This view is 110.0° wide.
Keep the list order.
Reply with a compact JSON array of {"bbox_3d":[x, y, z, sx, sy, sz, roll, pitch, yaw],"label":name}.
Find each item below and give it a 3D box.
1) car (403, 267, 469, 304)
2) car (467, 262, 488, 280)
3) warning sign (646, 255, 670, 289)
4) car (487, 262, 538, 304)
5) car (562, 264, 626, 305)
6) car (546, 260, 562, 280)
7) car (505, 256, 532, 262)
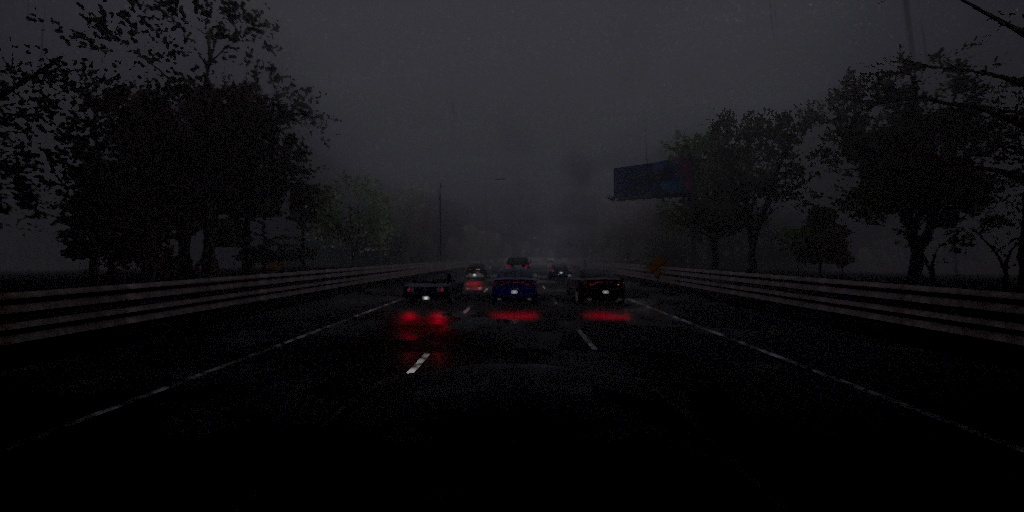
[{"bbox_3d":[-3.359,1.369,16.396,1.895,1.301,4.718,0,0,1],"label":"car"},{"bbox_3d":[-2.934,1.276,31.326,1.837,1.490,4.892,0,0,2],"label":"car"},{"bbox_3d":[8.279,0.870,20.356,1.300,1.860,1.060,0,0,1],"label":"warning sign"},{"bbox_3d":[0.140,1.238,16.299,1.882,1.535,5.008,0,0,1],"label":"car"},{"bbox_3d":[3.639,1.238,16.232,1.882,1.535,5.008,0,0,1],"label":"car"},{"bbox_3d":[4.061,1.333,31.060,1.994,1.385,4.181,0,0,2],"label":"car"},{"bbox_3d":[0.565,1.018,31.223,2.150,2.045,5.566,0,0,2],"label":"car"}]
